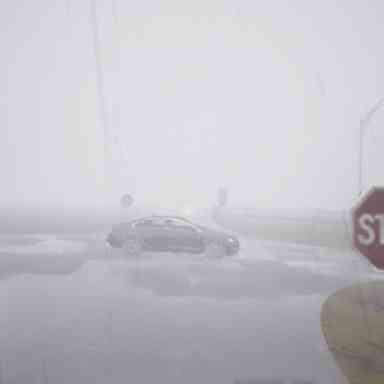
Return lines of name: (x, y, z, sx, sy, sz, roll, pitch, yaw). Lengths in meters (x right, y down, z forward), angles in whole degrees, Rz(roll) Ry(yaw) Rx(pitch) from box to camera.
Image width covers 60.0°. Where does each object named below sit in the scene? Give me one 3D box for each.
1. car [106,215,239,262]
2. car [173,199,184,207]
car: (-0.697, 1.638, 12.445, 4.902, 1.511, 2.128, 2, -2, 0)
car: (-2.580, 2.071, 64.372, 2.097, 1.767, 4.553, 0, -1, 0)
